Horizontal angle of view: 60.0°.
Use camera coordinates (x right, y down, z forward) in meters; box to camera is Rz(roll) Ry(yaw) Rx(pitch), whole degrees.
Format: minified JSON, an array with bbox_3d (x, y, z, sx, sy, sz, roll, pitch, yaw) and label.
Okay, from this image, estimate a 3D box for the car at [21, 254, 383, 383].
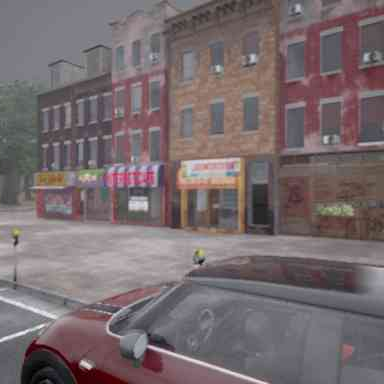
[{"bbox_3d":[0.510,1.367,2.875,4.553,1.767,2.097,-1,0,36],"label":"car"}]
